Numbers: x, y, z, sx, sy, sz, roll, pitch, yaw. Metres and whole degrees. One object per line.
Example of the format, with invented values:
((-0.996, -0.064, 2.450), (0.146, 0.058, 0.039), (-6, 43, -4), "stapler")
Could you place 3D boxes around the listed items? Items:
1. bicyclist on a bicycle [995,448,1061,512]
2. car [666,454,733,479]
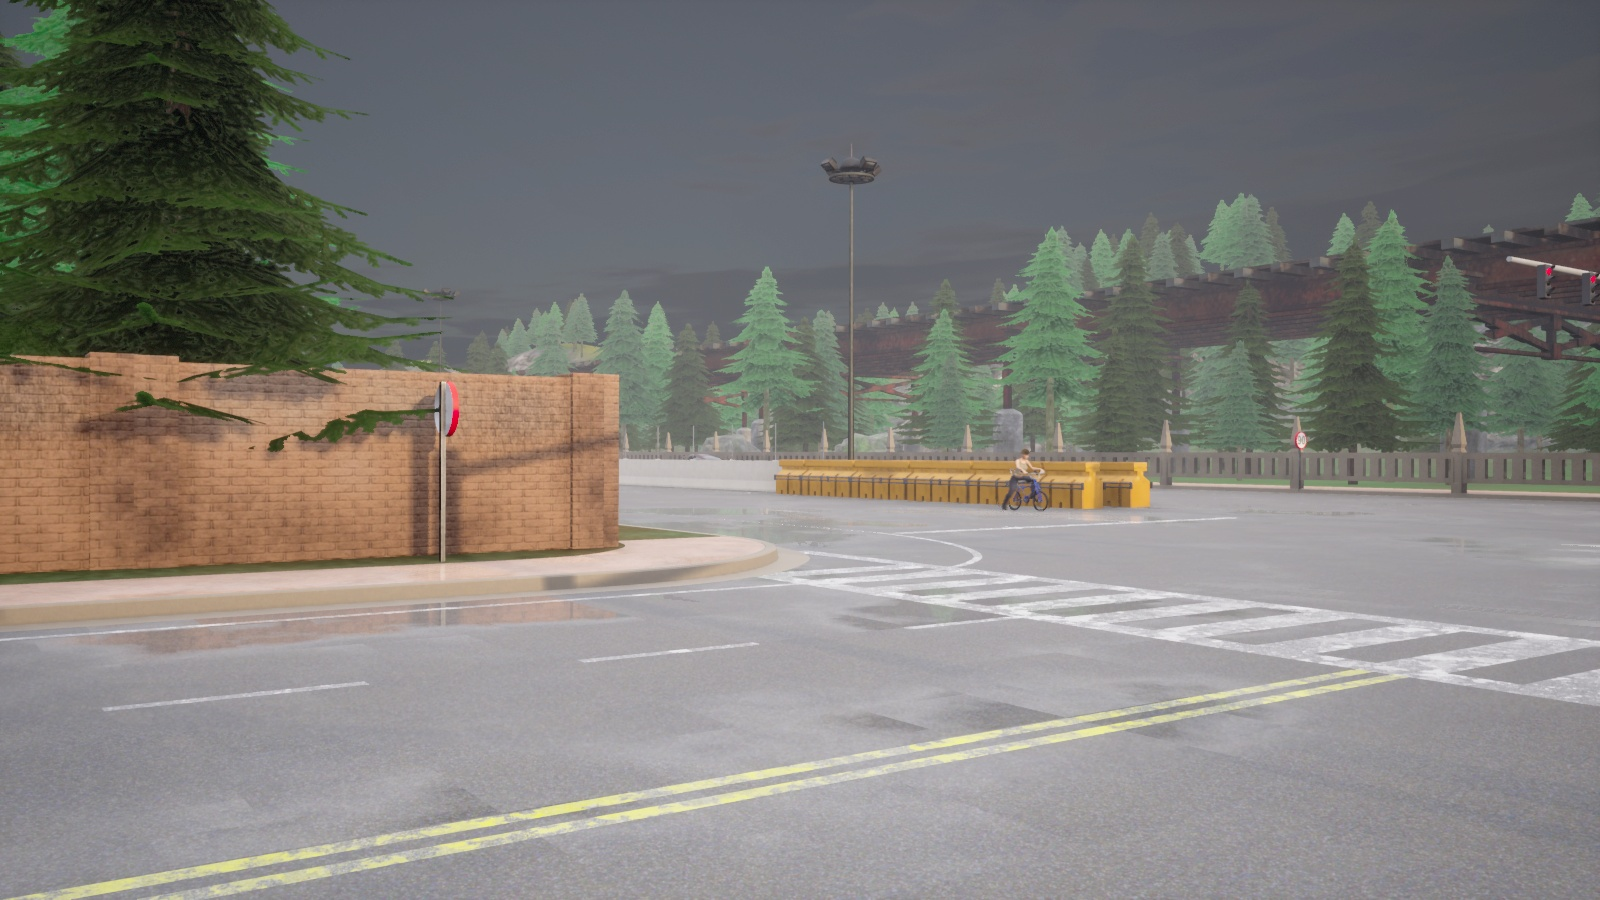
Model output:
((5.900, 0.749, 32.535), (0.866, 1.612, 1.509), (0, 0, -34), "bicyclist on a bicycle")
((-5.994, 0.965, 74.449), (1.812, 1.442, 4.674), (0, 0, -35), "car")
